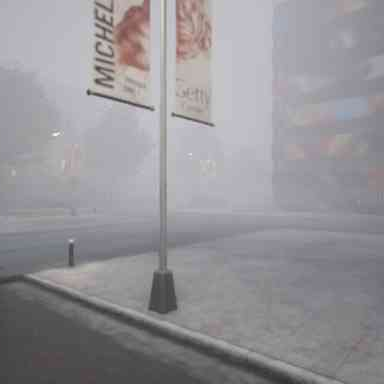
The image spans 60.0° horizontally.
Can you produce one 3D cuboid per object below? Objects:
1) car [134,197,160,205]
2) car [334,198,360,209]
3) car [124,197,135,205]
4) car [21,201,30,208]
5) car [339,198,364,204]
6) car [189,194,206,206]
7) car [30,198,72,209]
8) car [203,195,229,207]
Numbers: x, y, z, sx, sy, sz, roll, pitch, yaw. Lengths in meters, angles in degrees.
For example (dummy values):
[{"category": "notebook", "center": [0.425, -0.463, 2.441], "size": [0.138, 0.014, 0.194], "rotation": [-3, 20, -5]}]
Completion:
[{"category": "car", "center": [-7.663, 1.723, 59.929], "size": [1.994, 1.385, 4.181], "rotation": [0, 0, 40]}, {"category": "car", "center": [22.266, 1.594, 47.610], "size": [2.161, 1.482, 4.786], "rotation": [0, 0, 40]}, {"category": "car", "center": [-10.410, 1.671, 62.103], "size": [1.837, 1.490, 4.892], "rotation": [0, -1, 40]}, {"category": "car", "center": [-22.197, 1.591, 48.262], "size": [1.837, 1.490, 4.892], "rotation": [0, 1, 40]}, {"category": "car", "center": [17.563, 1.458, 35.626], "size": [2.002, 1.452, 4.674], "rotation": [0, 0, 40]}, {"category": "car", "center": [1.796, 1.391, 58.733], "size": [2.150, 2.045, 5.566], "rotation": [0, 0, 40]}, {"category": "car", "center": [-19.329, 1.691, 46.247], "size": [1.895, 1.301, 4.718], "rotation": [0, 0, 40]}, {"category": "car", "center": [4.451, 1.674, 56.452], "size": [1.837, 1.490, 4.892], "rotation": [0, 0, 40]}]
